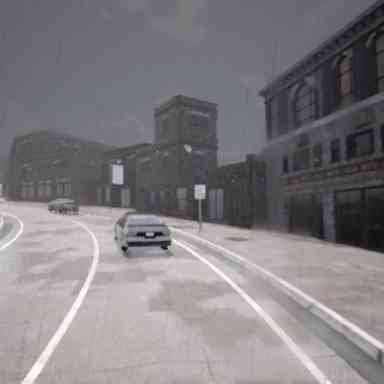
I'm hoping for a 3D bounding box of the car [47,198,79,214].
[{"bbox_3d":[-12.994,1.375,33.425,2.128,1.511,4.902,4,-2,-40],"label":"car"}]

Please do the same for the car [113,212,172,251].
[{"bbox_3d":[-2.263,1.558,14.282,2.033,1.411,5.357,1,0,-17],"label":"car"}]
